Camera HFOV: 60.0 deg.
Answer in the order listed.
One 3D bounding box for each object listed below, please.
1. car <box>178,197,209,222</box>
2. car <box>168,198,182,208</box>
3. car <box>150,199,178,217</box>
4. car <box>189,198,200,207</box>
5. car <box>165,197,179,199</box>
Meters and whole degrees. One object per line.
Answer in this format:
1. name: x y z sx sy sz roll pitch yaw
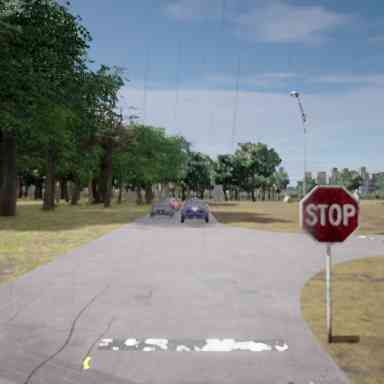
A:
1. car: 0.219 1.391 26.826 2.097 1.767 4.553 0 0 0
2. car: -2.586 1.690 51.649 1.837 1.490 4.892 0 0 0
3. car: -2.695 1.623 31.278 1.994 1.385 4.181 0 0 2
4. car: 0.361 1.738 58.541 1.837 1.490 4.892 0 -1 0
5. car: -2.651 1.468 41.275 2.097 1.767 4.553 0 0 0
